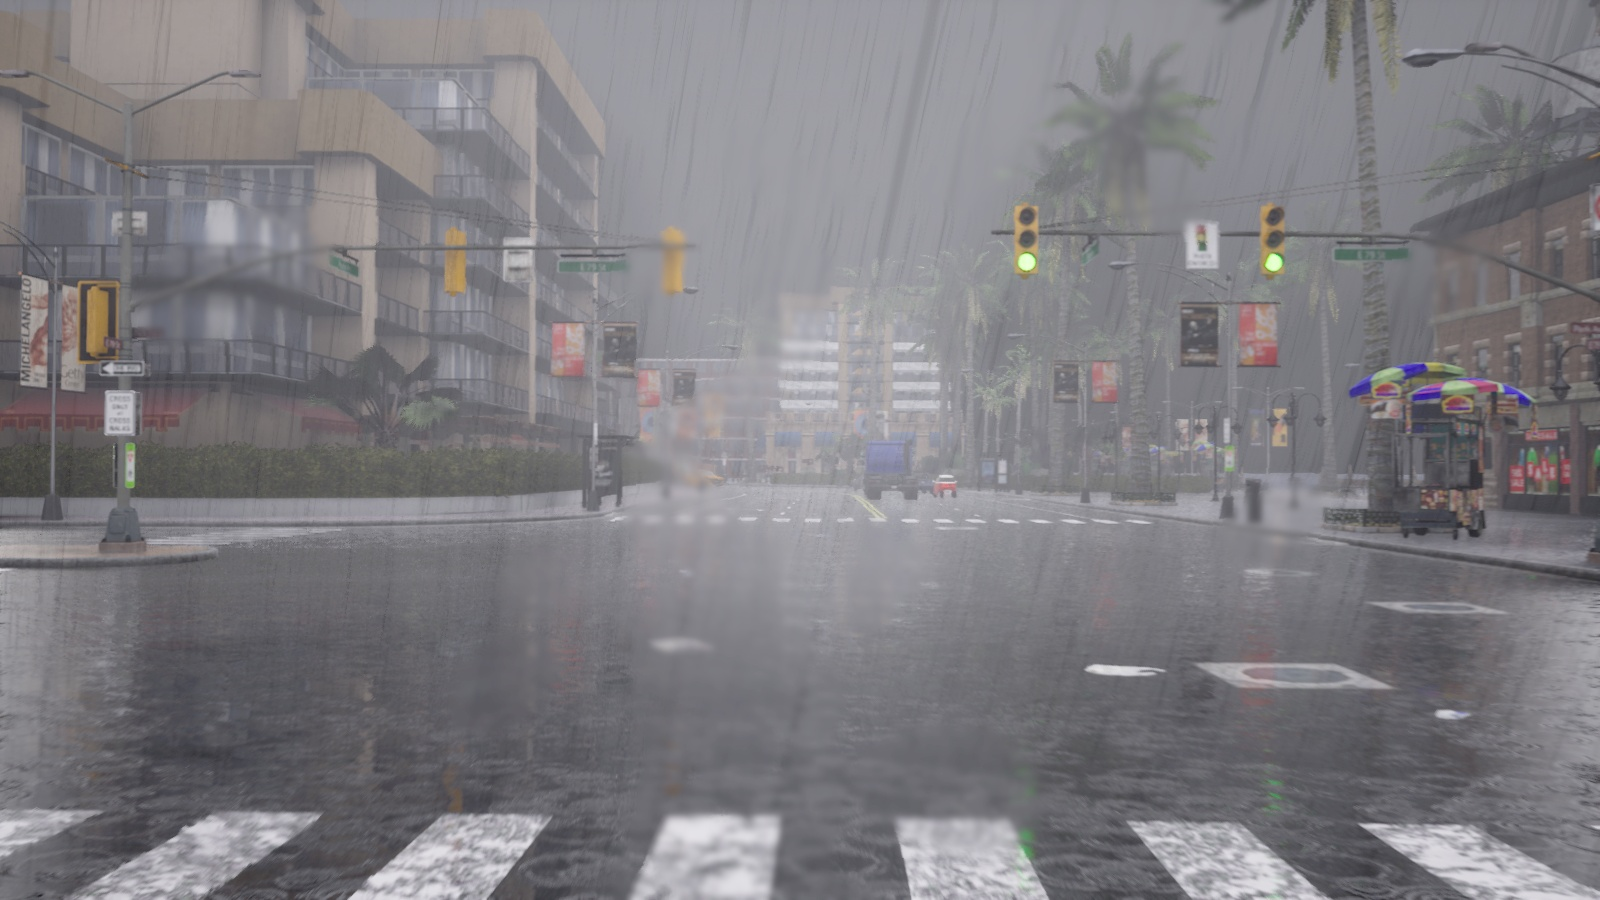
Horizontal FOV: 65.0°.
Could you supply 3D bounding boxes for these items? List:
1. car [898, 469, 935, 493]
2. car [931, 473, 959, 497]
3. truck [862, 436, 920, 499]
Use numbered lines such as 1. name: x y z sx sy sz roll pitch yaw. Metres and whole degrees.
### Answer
1. car: 8.116 2.149 87.848 1.851 1.617 3.988 0 -1 -6
2. car: 8.725 2.100 75.702 1.481 1.376 2.207 0 -1 1
3. truck: 5.171 1.027 72.639 2.891 3.462 7.936 0 -1 1
